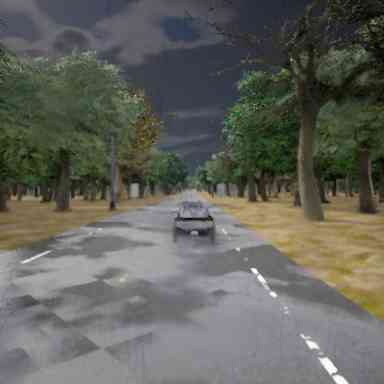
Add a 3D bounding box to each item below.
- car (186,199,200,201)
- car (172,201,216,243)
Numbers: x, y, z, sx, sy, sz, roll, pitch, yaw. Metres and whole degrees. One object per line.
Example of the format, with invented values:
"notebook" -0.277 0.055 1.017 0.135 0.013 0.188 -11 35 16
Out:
"car" 0.091 1.380 36.116 1.895 1.301 4.718 0 0 0
"car" 0.093 1.406 15.679 2.128 1.511 4.902 0 0 0
